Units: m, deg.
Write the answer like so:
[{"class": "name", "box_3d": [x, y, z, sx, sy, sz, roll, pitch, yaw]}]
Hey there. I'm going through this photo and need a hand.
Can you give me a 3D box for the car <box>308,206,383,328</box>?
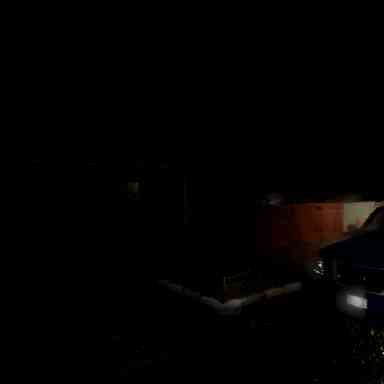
[{"class": "car", "box_3d": [4.615, 1.222, 6.462, 5.566, 2.045, 2.150, 0, 0, -36]}]
